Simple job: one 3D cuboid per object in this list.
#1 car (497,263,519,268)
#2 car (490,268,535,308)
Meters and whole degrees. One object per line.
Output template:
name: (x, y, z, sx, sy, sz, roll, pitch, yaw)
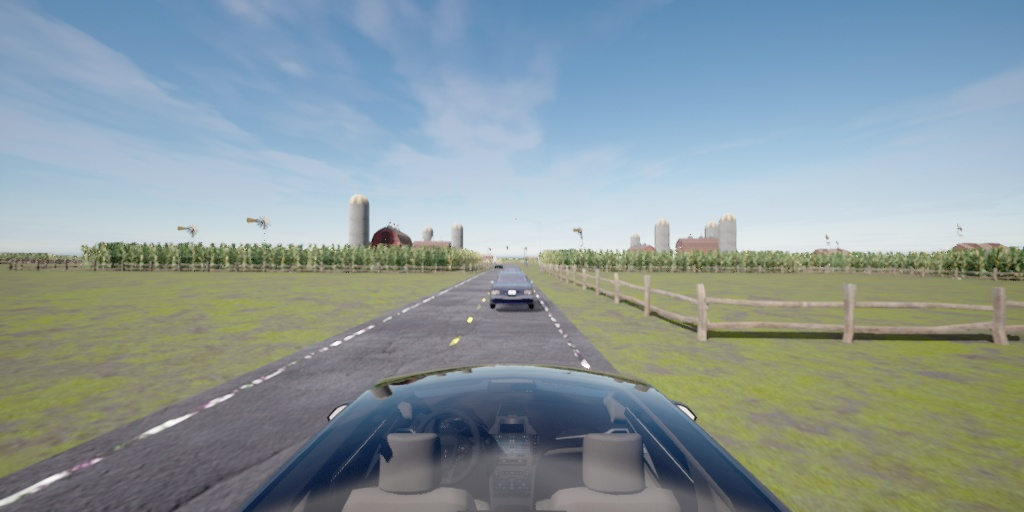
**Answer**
car: (-0.002, 1.583, 30.877, 2.033, 1.411, 5.357, 0, -1, 0)
car: (0.000, 1.431, 15.877, 2.033, 1.411, 5.357, 0, -1, 0)
